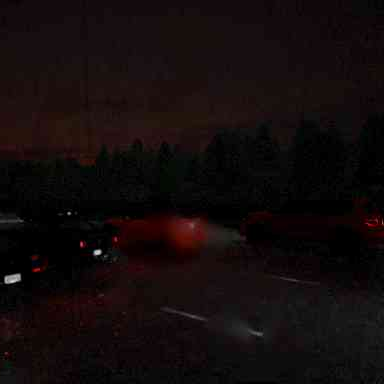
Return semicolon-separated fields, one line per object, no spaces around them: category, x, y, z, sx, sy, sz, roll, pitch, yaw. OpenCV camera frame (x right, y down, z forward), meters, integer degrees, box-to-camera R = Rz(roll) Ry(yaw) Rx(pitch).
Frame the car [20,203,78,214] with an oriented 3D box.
car;-10.511;1.538;24.390;5.357;1.411;2.033;0;0;36

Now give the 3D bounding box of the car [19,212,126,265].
car;-4.754;1.597;11.686;4.718;1.301;1.895;0;0;36

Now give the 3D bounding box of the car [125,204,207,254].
car;-1.692;1.348;13.798;4.553;1.767;2.097;0;0;36

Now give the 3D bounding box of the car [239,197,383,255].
car;4.682;1.220;13.552;5.566;2.045;2.150;0;0;36

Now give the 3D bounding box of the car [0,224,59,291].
car;-5.367;1.522;7.823;4.674;1.442;1.812;0;0;36
